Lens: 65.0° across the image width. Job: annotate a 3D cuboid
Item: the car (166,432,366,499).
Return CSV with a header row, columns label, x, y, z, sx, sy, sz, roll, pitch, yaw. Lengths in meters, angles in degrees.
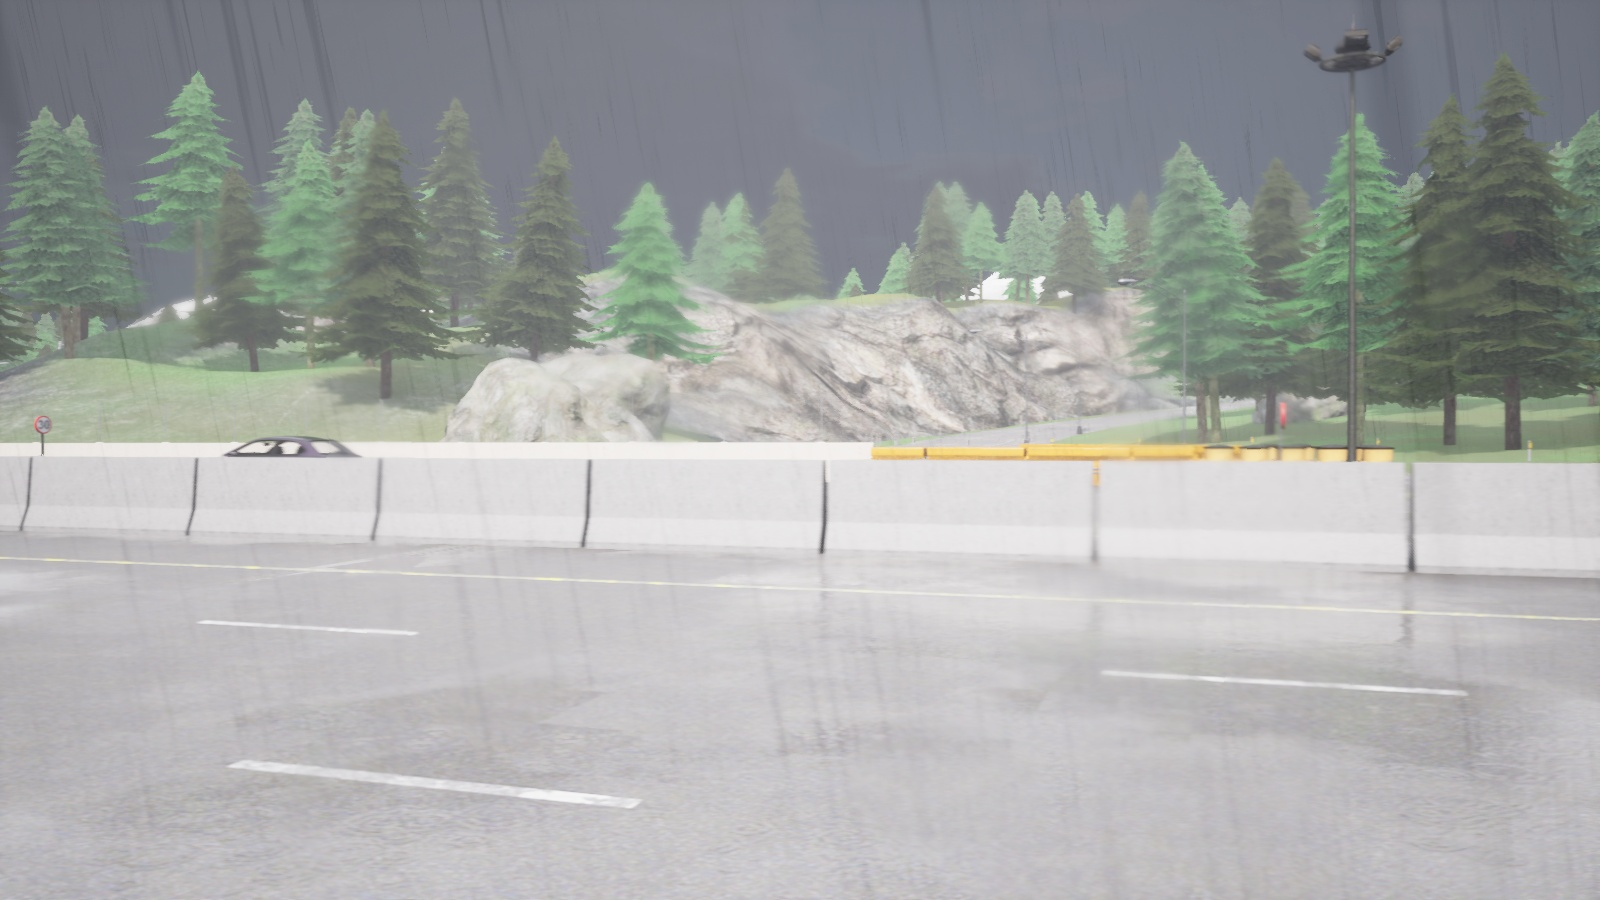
label,x,y,z,sx,sy,sz,roll,pitch,yaw
car,-12.560,0.319,29.574,4.193,1.474,1.816,0,1,19
